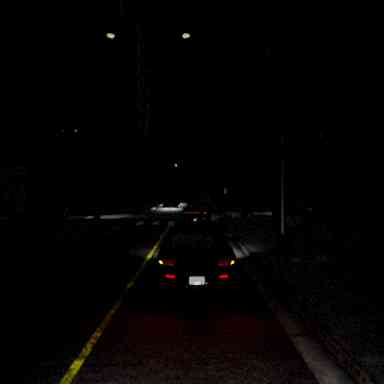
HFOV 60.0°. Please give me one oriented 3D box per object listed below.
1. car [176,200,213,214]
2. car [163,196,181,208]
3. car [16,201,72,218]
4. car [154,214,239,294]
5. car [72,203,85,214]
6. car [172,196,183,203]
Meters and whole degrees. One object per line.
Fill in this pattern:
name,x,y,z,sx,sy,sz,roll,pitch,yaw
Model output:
car,0.404,1.506,23.008,2.128,1.511,4.902,0,0,5
car,-3.077,1.584,48.830,1.994,1.385,4.181,0,0,0
car,-14.061,1.734,30.895,4.718,1.301,1.895,-1,-1,-1
car,0.102,1.533,8.672,1.812,1.442,4.674,0,0,0
car,-14.380,1.715,36.819,4.829,1.417,1.752,-1,0,0
car,-2.974,1.510,68.871,2.128,1.511,4.902,0,0,0
